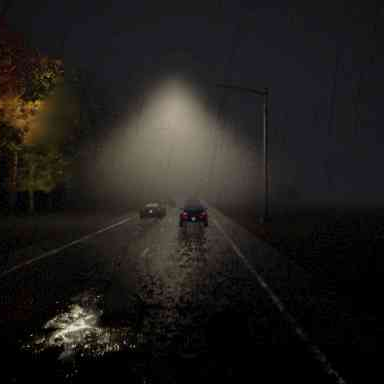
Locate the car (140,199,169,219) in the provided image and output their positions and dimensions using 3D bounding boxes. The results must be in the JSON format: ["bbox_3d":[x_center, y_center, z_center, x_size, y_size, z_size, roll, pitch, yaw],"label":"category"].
[{"bbox_3d":[-3.404,1.577,29.569,1.994,1.385,4.181,0,0,0],"label":"car"}]

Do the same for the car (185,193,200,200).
[{"bbox_3d":[0.094,1.236,54.392,2.150,2.045,5.566,0,0,0],"label":"car"}]

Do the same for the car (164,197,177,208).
[{"bbox_3d":[-3.405,1.520,49.082,1.837,1.490,4.892,0,0,0],"label":"car"}]

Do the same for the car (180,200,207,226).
[{"bbox_3d":[0.096,1.538,23.599,1.812,1.442,4.674,0,0,0],"label":"car"}]
